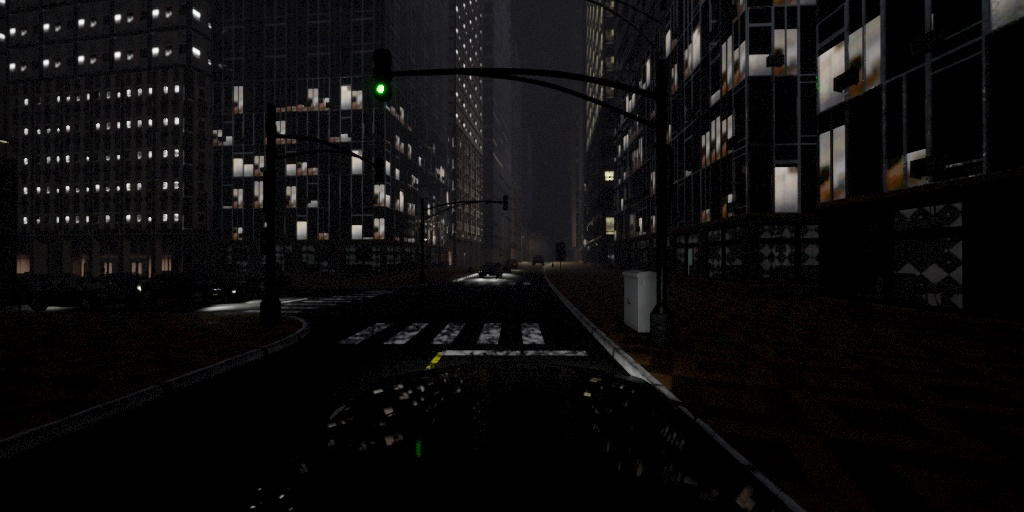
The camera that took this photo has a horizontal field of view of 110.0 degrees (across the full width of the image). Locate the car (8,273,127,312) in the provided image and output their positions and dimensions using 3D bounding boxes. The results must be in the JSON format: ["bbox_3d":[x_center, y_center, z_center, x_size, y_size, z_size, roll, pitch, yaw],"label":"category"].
[{"bbox_3d":[-18.129,1.571,15.282,4.403,1.370,2.007,0,0,9],"label":"car"}]

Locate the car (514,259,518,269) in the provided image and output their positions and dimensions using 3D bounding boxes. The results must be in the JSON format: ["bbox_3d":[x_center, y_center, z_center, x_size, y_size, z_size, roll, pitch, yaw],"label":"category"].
[{"bbox_3d":[-0.131,1.199,54.617,1.882,1.535,5.008,0,0,7],"label":"car"}]

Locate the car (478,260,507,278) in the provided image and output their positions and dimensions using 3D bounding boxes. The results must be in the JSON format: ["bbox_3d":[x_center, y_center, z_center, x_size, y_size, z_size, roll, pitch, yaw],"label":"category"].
[{"bbox_3d":[-1.943,1.291,34.210,2.033,1.411,5.357,0,0,4],"label":"car"}]

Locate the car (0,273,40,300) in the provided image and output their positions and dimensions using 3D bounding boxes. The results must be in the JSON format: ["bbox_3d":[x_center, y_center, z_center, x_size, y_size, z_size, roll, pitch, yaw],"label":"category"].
[{"bbox_3d":[-25.833,1.657,19.131,5.008,1.535,1.882,-1,0,9],"label":"car"}]

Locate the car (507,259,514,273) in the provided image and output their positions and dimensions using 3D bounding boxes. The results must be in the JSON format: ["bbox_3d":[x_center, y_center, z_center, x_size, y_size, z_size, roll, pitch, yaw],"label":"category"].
[{"bbox_3d":[-1.159,1.336,44.218,1.895,1.301,4.718,0,0,5],"label":"car"}]

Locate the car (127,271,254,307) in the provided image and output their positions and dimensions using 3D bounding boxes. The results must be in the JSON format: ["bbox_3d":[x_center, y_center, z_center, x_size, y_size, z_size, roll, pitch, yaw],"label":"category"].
[{"bbox_3d":[-15.647,1.502,17.527,4.892,1.490,1.837,-1,0,10],"label":"car"}]

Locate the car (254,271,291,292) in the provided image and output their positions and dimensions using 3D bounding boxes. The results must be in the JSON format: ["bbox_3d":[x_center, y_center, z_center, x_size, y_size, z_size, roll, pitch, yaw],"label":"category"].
[{"bbox_3d":[-16.818,1.616,23.560,4.403,1.370,2.007,0,0,9],"label":"car"}]
